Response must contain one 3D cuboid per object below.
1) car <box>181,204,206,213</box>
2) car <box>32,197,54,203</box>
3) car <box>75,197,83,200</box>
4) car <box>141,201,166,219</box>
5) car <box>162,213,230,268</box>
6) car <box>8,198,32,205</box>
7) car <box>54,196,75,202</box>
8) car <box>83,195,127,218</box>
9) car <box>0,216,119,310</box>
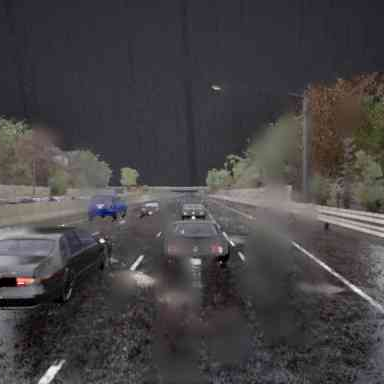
[{"bbox_3d":[0.102,1.622,26.953,1.895,1.301,4.718,0,0,0],"label":"car"},{"bbox_3d":[-24.532,1.596,56.197,1.812,1.442,4.674,0,0,1],"label":"car"},{"bbox_3d":[-17.538,1.548,56.081,1.882,1.535,5.008,0,0,1],"label":"car"},{"bbox_3d":[-3.399,1.550,29.513,1.812,1.442,4.674,0,0,0],"label":"car"},{"bbox_3d":[0.102,1.607,11.267,1.895,1.301,4.718,0,0,0],"label":"car"},{"bbox_3d":[-28.023,1.616,54.749,2.033,1.411,5.357,0,0,1],"label":"car"},{"bbox_3d":[-21.035,1.423,56.358,2.097,1.767,4.553,0,0,1],"label":"car"},{"bbox_3d":[-6.898,1.244,27.607,2.150,2.045,5.566,0,0,0],"label":"car"},{"bbox_3d":[-3.398,1.552,8.078,2.033,1.411,5.357,0,0,0],"label":"car"}]
